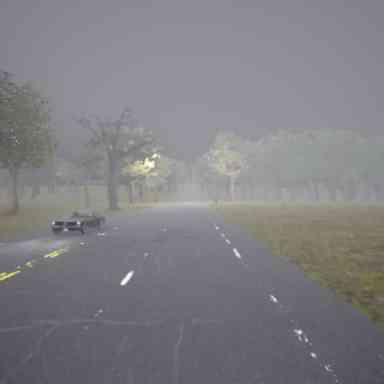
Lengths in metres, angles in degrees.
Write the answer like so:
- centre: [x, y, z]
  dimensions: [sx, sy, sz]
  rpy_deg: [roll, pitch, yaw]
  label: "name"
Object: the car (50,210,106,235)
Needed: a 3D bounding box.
- centre: [-6.910, 1.809, 20.591]
  dimensions: [1.895, 1.301, 4.718]
  rpy_deg: [0, -1, 2]
  label: "car"
